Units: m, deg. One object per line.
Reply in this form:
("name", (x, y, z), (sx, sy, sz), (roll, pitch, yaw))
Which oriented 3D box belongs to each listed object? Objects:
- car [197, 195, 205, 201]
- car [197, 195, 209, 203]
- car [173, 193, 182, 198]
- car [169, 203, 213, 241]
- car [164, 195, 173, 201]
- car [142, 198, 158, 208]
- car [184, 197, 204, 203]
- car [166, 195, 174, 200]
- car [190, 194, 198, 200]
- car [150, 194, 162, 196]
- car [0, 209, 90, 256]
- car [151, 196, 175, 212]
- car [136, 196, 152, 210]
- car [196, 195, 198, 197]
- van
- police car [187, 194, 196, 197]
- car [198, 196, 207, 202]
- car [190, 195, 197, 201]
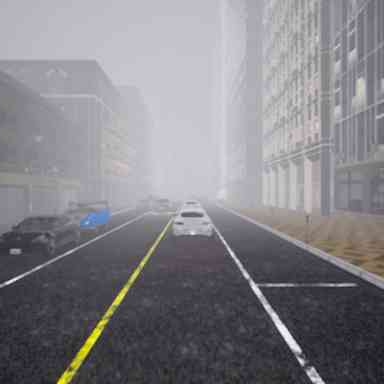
("car", (2.328, 1.527, 86.452), (1.947, 1.339, 4.313), (0, 0, 0))
("car", (2.423, 1.488, 64.028), (1.752, 1.417, 4.829), (0, 0, 0))
("car", (-3.328, 0.930, 78.579), (2.097, 1.767, 4.553), (0, 0, 0))
("car", (0.018, 1.511, 16.480), (1.812, 1.442, 4.674), (0, 0, 0))
("car", (-6.053, 1.526, 86.416), (1.947, 1.339, 4.313), (0, 0, 0))
("car", (-5.885, 1.547, 46.877), (1.802, 1.307, 4.206), (0, 0, 0))
("car", (-0.036, 1.498, 32.002), (1.812, 1.442, 4.674), (0, 0, 0))
("car", (-6.076, 1.486, 91.895), (1.752, 1.417, 4.829), (0, 0, 0))
("car", (0.521, 1.313, 90.628), (2.097, 1.767, 4.553), (0, 0, 0))
("car", (-5.910, 1.279, 52.525), (2.192, 1.841, 5.009), (0, 0, 0))
("car", (-5.742, 1.554, 12.986), (1.947, 1.339, 4.313), (0, 0, 0))
("car", (-3.252, 1.494, 38.110), (1.812, 1.442, 4.674), (0, 0, 0))
("car", (-5.861, 1.549, 41.228), (1.802, 1.307, 4.206), (0, 0, 0))
("car", (2.400, 1.401, 69.506), (1.967, 1.590, 4.097), (0, 0, 0))
("van", (-5.765, 1.324, 18.635), (1.690, 1.788, 3.998), (0, 0, 0))
("police car", (-0.064, 1.385, 74.642), (1.930, 1.638, 5.238), (0, 0, -18))
("car", (2.375, 1.511, 75.156), (2.008, 1.369, 4.403), (0, 0, 0))
("car", (0.427, 1.466, 84.676), (1.837, 1.490, 4.892), (0, 0, 1))
